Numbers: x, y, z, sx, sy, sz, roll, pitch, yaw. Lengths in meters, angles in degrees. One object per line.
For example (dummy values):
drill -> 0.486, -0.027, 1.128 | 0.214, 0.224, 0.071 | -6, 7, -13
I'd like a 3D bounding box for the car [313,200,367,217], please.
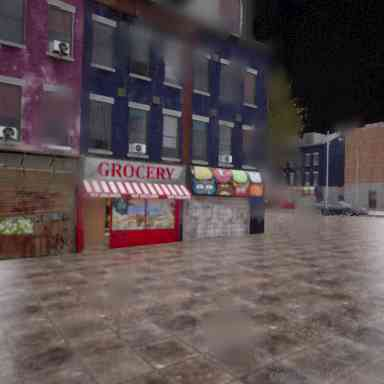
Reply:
car -> 13.713, 1.567, 31.010 | 1.837, 1.490, 4.892 | 2, -1, -35
